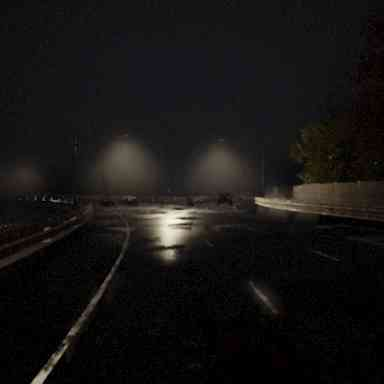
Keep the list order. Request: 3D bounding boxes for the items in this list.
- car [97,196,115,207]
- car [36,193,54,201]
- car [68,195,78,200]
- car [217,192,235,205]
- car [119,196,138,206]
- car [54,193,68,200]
[{"bbox_3d":[-12.924,1.409,49.934,1.837,1.490,4.892,0,0,-28],"label":"car"},{"bbox_3d":[-35.020,1.470,78.052,4.181,1.385,1.994,0,0,40],"label":"car"},{"bbox_3d":[-30.569,1.432,83.460,4.181,1.385,1.994,0,0,40],"label":"car"},{"bbox_3d":[5.416,1.022,52.445,2.150,2.045,5.566,-1,0,15],"label":"car"},{"bbox_3d":[-9.904,1.374,51.699,2.128,1.511,4.902,0,0,-28],"label":"car"},{"bbox_3d":[-32.766,1.455,80.738,4.181,1.385,1.994,0,0,40],"label":"car"}]
